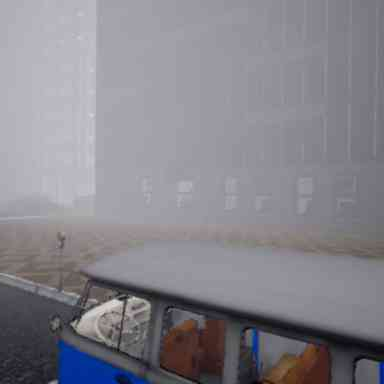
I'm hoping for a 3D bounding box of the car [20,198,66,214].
[{"bbox_3d":[-15.545,1.648,35.454,1.802,1.307,4.206,1,0,35],"label":"car"}]

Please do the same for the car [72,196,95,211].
[{"bbox_3d":[-12.045,1.389,40.376,2.192,1.841,5.009,1,0,35],"label":"car"}]

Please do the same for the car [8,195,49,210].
[{"bbox_3d":[-20.596,1.260,42.391,2.192,1.841,5.009,1,0,35],"label":"car"}]

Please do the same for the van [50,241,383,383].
[{"bbox_3d":[0.757,1.341,2.163,3.998,1.788,1.690,0,1,36],"label":"van"}]
